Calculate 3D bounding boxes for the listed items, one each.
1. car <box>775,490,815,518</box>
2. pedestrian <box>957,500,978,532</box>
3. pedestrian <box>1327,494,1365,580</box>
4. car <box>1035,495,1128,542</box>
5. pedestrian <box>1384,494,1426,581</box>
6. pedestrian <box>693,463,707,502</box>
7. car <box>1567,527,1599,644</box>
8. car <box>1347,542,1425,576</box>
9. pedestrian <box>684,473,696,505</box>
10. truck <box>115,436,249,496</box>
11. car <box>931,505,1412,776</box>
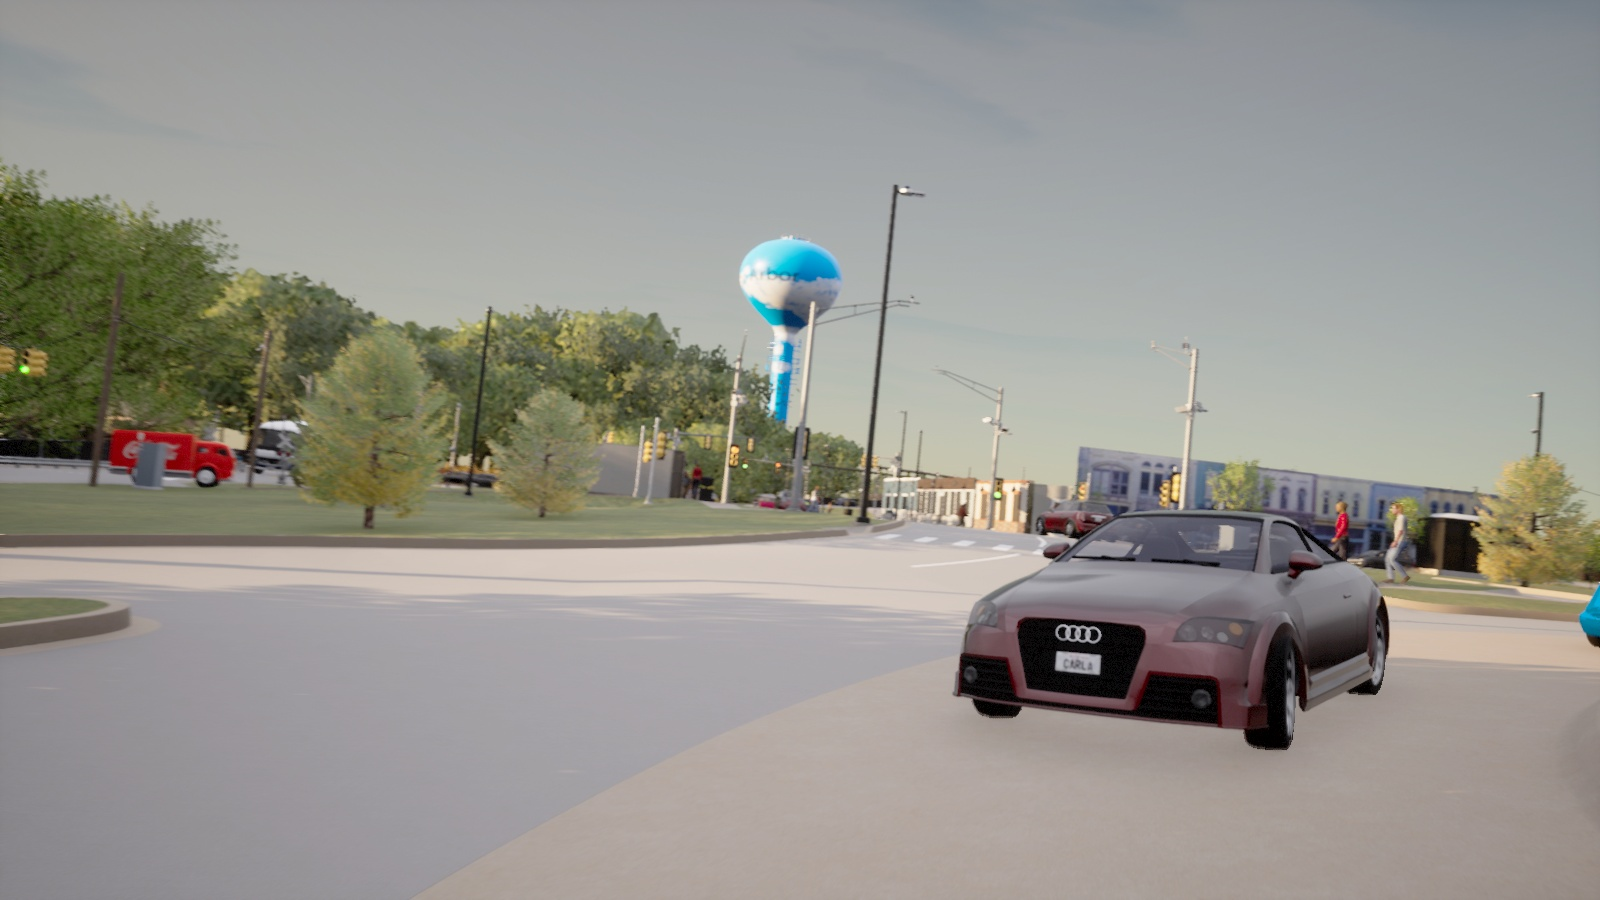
[{"bbox_3d":[-0.319,3.353,77.671,1.845,1.501,3.633,6,-3,-8],"label":"car"},{"bbox_3d":[9.965,3.914,74.819,0.899,1.844,0.634,6,-4,-13],"label":"pedestrian"},{"bbox_3d":[12.085,1.921,27.796,0.636,1.846,0.331,4,-4,14],"label":"pedestrian"},{"bbox_3d":[12.248,2.967,55.038,2.097,1.767,4.553,6,-3,-13],"label":"car"},{"bbox_3d":[13.305,1.919,27.623,0.706,1.836,0.354,4,-4,20],"label":"pedestrian"},{"bbox_3d":[-4.825,1.578,60.581,0.331,1.846,0.636,6,-4,-18],"label":"pedestrian"},{"bbox_3d":[10.684,1.688,14.939,2.207,1.376,1.481,4,-3,-10],"label":"car"},{"bbox_3d":[34.340,6.383,73.595,3.705,1.549,1.789,6,-4,-10],"label":"car"},{"bbox_3d":[-6.683,2.369,76.151,0.540,1.848,0.694,6,-4,-8],"label":"pedestrian"},{"bbox_3d":[-28.994,0.792,59.161,5.204,2.467,2.627,4,-4,-19],"label":"truck"},{"bbox_3d":[2.862,1.113,8.968,1.994,1.385,4.181,-1,-2,36],"label":"car"}]
